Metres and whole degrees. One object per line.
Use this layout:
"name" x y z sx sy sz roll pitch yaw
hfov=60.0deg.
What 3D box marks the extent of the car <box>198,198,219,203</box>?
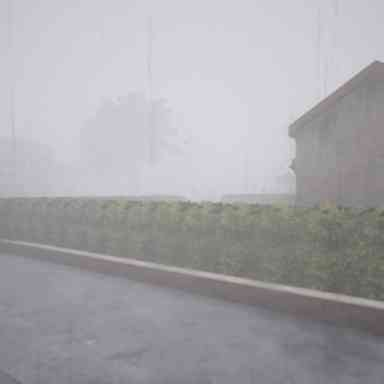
"car" 2.282 1.532 46.095 2.033 1.411 5.357 0 0 36
